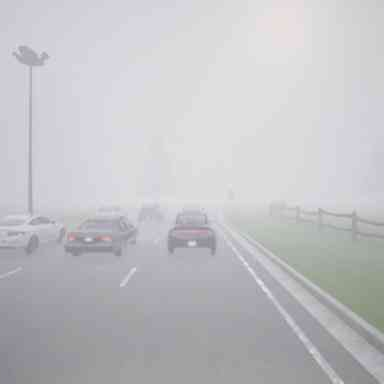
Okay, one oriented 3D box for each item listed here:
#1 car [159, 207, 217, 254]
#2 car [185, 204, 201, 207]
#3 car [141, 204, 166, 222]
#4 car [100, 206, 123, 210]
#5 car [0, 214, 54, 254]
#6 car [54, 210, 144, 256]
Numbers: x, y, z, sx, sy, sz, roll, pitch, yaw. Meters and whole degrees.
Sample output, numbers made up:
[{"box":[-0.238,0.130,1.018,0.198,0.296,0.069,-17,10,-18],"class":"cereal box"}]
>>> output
[{"box":[0.012,1.626,14.052,2.128,1.511,4.902,0,0,0],"class":"car"},{"box":[0.075,1.801,29.068,1.812,1.442,4.674,0,0,3],"class":"car"},{"box":[-3.429,1.784,29.099,1.837,1.490,4.892,0,0,2],"class":"car"},{"box":[-6.941,1.876,29.032,1.895,1.301,4.718,0,-1,2],"class":"car"},{"box":[-6.988,1.660,14.126,1.812,1.442,4.674,0,0,0],"class":"car"},{"box":[-3.491,1.678,13.745,2.033,1.411,5.357,0,-1,0],"class":"car"}]
